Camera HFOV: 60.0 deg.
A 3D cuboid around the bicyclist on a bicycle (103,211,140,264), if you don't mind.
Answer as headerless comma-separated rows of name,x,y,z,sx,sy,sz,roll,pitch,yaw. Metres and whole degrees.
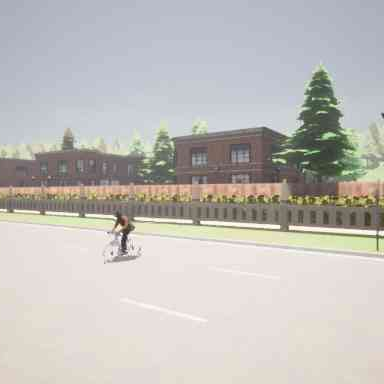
bicyclist on a bicycle,-2.272,1.452,10.891,0.582,1.620,1.656,0,1,34
